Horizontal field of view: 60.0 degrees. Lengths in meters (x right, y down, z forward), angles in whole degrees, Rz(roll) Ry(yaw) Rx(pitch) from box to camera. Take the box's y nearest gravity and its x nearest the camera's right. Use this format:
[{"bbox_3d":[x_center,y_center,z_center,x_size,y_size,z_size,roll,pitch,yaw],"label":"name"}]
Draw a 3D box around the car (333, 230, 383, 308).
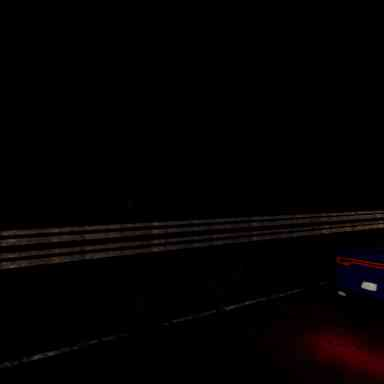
[{"bbox_3d":[5.128,1.492,7.139,5.008,1.535,1.882,0,0,-34],"label":"car"}]
